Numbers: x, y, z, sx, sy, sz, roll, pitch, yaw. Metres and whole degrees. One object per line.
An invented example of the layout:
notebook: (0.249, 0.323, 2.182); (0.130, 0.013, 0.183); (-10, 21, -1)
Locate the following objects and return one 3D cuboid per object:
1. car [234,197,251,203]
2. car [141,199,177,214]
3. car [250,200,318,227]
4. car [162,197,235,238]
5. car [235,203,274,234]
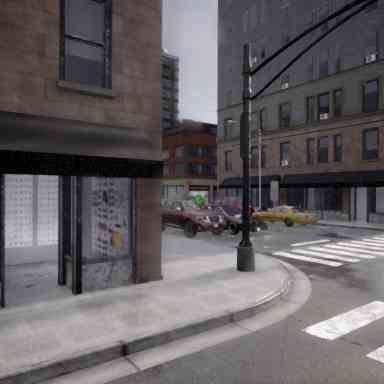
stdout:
car: (2.915, 1.313, 27.187); (2.192, 1.841, 5.009); (0, 0, -36)
car: (-3.685, 1.530, 36.431); (1.887, 1.381, 4.507); (0, 0, -36)
car: (6.115, 1.529, 22.703); (1.752, 1.417, 4.829); (0, 0, -36)
car: (-0.322, 1.285, 17.909); (2.192, 1.841, 5.009); (0, 0, -36)
car: (1.796, 1.528, 19.250); (2.033, 1.411, 5.357); (0, 0, -38)
